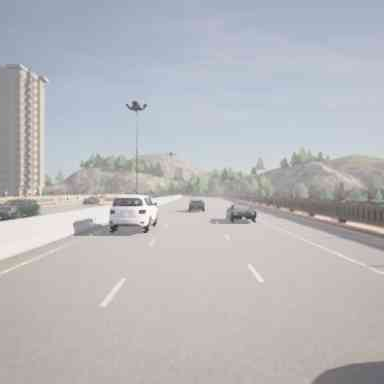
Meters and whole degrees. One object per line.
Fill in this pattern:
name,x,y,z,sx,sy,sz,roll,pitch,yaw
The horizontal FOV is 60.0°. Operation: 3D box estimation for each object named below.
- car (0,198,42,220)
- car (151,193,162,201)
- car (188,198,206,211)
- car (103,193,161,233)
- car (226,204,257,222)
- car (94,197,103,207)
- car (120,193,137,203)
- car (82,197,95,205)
car,-13.946,1.324,26.582,2.097,1.767,4.553,0,0,1
car,-8.796,1.238,81.708,2.097,1.767,4.553,0,0,2
car,0.599,1.452,39.520,2.128,1.511,4.902,0,0,2
car,-3.359,1.201,19.858,2.150,2.045,5.566,0,0,1
car,3.738,1.575,25.814,1.895,1.301,4.718,0,0,1
car,-10.044,1.436,41.188,1.882,1.535,5.008,0,0,2
car,-12.720,1.156,67.003,2.150,2.045,5.566,0,0,2
car,-16.611,1.507,55.060,1.994,1.385,4.181,0,0,2
